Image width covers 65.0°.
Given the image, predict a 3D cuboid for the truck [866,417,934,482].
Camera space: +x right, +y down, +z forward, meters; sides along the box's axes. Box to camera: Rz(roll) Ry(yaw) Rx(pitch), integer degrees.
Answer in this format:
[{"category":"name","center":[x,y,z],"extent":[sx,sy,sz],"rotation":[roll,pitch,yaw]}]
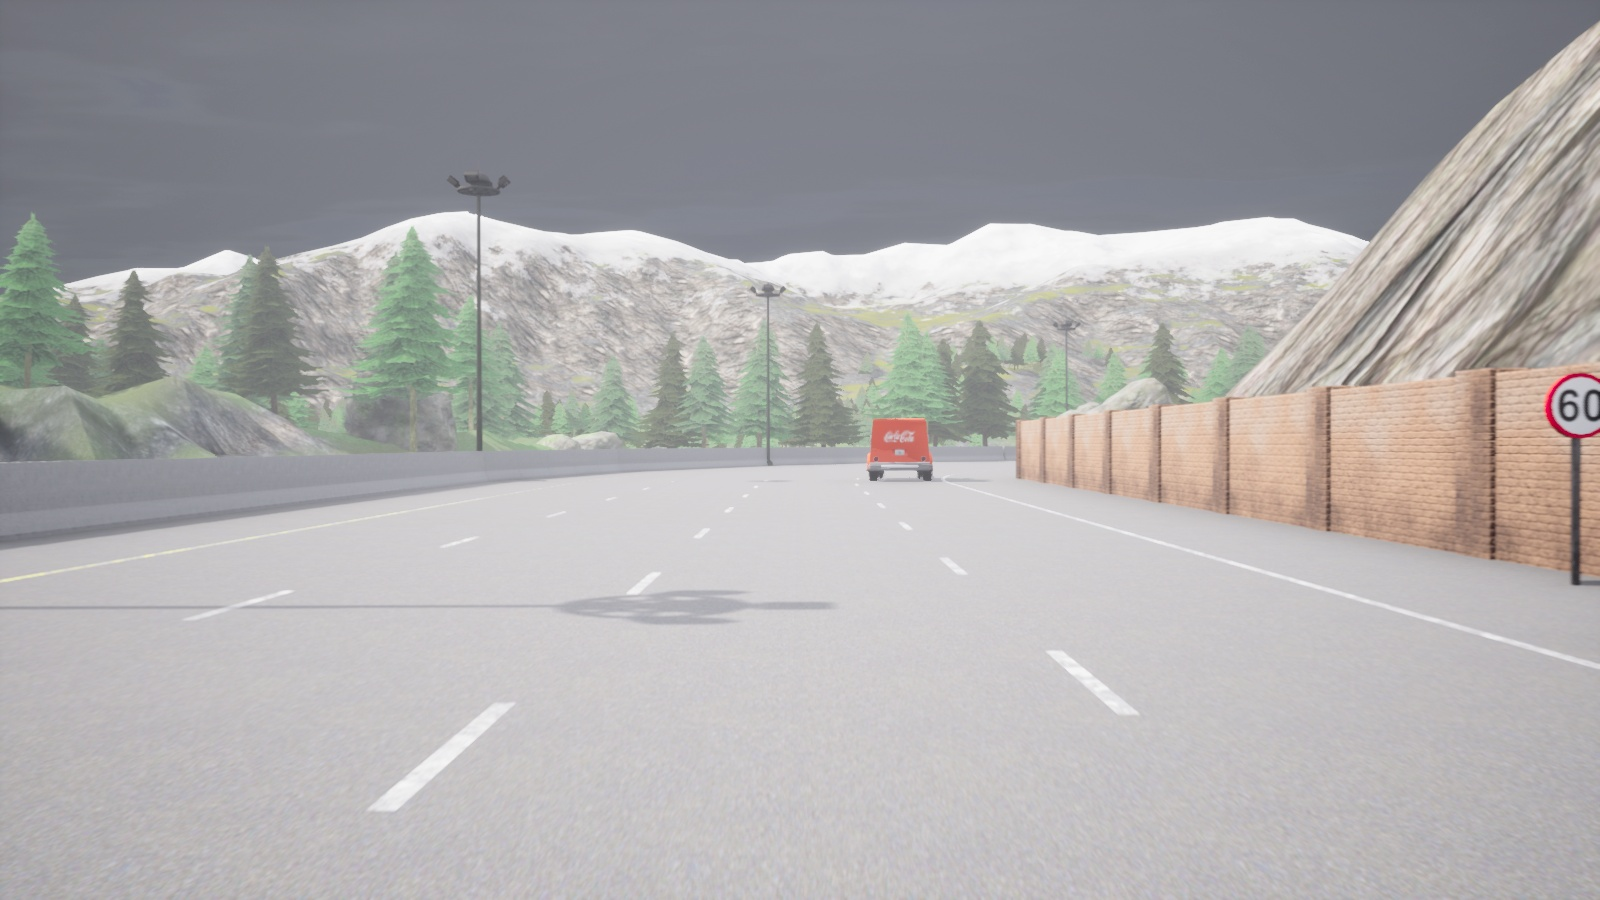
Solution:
[{"category":"truck","center":[4.105,-0.026,51.173],"extent":[2.627,2.467,5.204],"rotation":[0,0,5]}]
